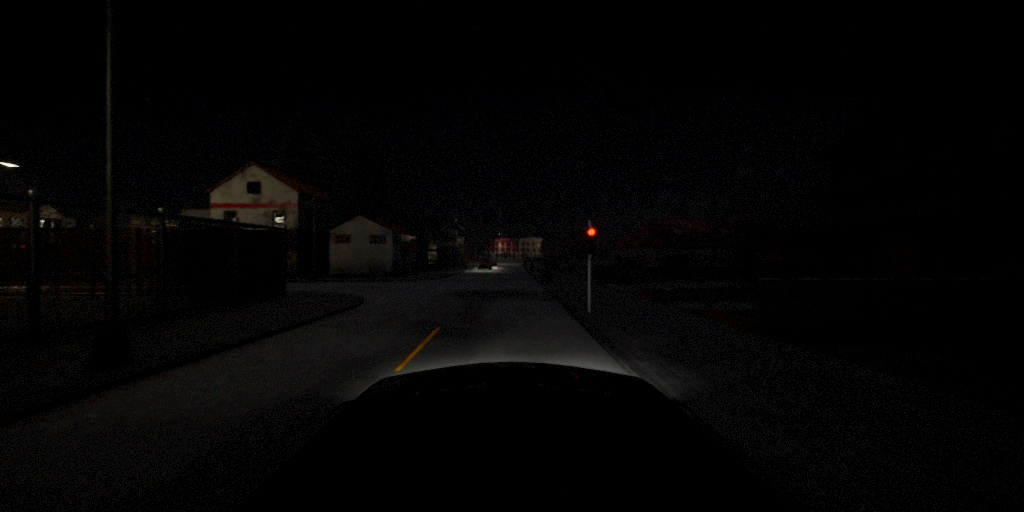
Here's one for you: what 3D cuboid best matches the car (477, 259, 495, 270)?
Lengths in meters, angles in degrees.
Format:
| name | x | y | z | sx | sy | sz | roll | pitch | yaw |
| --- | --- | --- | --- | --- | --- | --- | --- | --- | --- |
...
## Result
| name | x | y | z | sx | sy | sz | roll | pitch | yaw |
| --- | --- | --- | --- | --- | --- | --- | --- | --- | --- |
| car | -4.030 | 1.266 | 53.522 | 1.882 | 1.535 | 5.008 | 0 | 0 | 1 |

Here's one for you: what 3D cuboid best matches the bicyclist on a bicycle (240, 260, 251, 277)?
| name | x | y | z | sx | sy | sz | roll | pitch | yaw |
| --- | --- | --- | --- | --- | --- | --- | --- | --- | --- |
| bicyclist on a bicycle | -22.531 | 1.119 | 30.168 | 0.582 | 1.620 | 1.656 | 0 | 0 | 0 |
